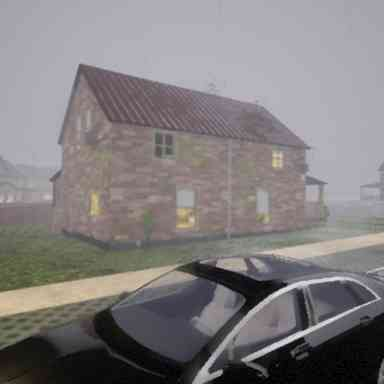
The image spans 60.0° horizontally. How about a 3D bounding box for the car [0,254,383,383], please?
[{"bbox_3d":[0.390,1.485,3.321,4.902,1.511,2.128,0,0,-35],"label":"car"}]
